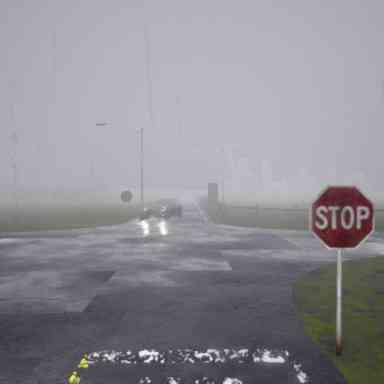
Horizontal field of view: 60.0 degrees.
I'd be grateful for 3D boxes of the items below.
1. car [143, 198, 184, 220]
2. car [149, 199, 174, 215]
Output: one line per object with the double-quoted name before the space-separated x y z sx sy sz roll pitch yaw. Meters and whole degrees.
"car" -2.362 1.353 28.436 2.097 1.767 4.553 0 0 20
"car" -3.080 1.500 34.398 2.128 1.511 4.902 0 0 -1
